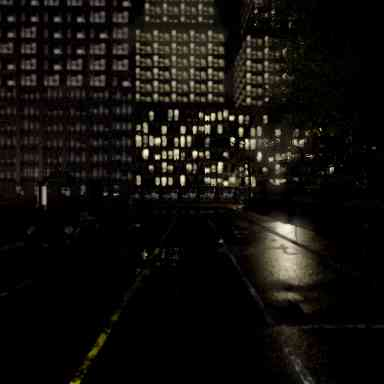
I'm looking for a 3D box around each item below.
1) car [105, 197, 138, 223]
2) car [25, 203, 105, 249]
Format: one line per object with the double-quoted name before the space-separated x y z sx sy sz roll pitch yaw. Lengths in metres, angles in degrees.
"car" -5.381 1.290 25.205 2.192 1.841 5.009 0 0 0
"car" -5.312 1.428 14.119 1.967 1.590 4.097 0 0 0
